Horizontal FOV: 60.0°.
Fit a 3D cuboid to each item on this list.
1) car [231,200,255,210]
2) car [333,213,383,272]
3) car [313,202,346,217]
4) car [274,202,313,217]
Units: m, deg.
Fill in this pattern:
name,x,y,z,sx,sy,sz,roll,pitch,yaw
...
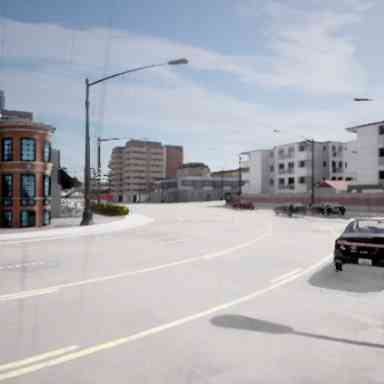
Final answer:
name,x,y,z,sx,sy,sz,roll,pitch,yaw
car,7.945,2.032,51.877,1.812,1.442,4.674,0,-1,-24
car,5.827,1.584,10.467,2.128,1.511,4.902,0,-1,36
car,14.245,1.812,35.346,2.128,1.511,4.902,0,-1,-10
car,10.547,1.830,36.022,2.128,1.511,4.902,0,-1,-12
